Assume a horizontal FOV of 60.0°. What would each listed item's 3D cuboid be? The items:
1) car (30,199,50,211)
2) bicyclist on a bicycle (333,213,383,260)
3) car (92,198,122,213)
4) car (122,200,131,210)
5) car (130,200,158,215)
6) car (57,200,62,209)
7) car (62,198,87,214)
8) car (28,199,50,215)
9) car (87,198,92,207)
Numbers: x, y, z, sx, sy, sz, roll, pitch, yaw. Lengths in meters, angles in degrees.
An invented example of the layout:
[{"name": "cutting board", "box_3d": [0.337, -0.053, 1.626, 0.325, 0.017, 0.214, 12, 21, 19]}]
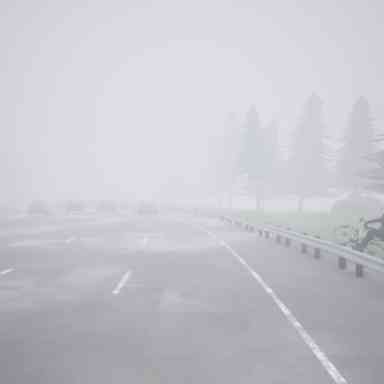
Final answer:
[{"name": "car", "box_3d": [-20.205, 1.645, 44.033, 2.033, 1.411, 5.357, 0, 0, -29]}, {"name": "bicyclist on a bicycle", "box_3d": [5.031, 1.183, 9.362, 1.620, 0.582, 1.656, -33, 33, -6]}, {"name": "car", "box_3d": [-10.045, 1.579, 38.846, 2.128, 1.511, 4.902, 0, 0, -23]}, {"name": "car", "box_3d": [-8.755, 1.700, 44.519, 1.895, 1.301, 4.718, 0, 0, -25]}, {"name": "car", "box_3d": [-4.933, 1.642, 34.927, 1.994, 1.385, 4.181, 0, 0, -18]}, {"name": "car", "box_3d": [-17.878, 1.705, 47.028, 1.895, 1.301, 4.718, 0, 0, -29]}, {"name": "car", "box_3d": [-13.307, 1.561, 37.562, 1.882, 1.535, 5.008, 0, 0, -23]}, {"name": "car", "box_3d": [-15.875, 1.624, 34.625, 2.033, 1.411, 5.357, 0, 0, -21]}, {"name": "car", "box_3d": [-15.079, 1.635, 49.141, 1.812, 1.442, 4.674, 0, 0, -29]}]
